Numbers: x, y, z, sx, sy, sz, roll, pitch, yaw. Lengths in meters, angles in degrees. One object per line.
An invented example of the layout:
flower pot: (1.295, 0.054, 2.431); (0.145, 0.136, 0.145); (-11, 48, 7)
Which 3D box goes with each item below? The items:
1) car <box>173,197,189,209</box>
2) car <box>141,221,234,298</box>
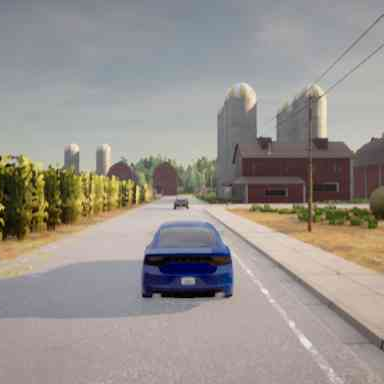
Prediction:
car: (-1.394, 1.413, 43.085); (2.128, 1.511, 4.902); (0, 0, -2)
car: (-0.141, 1.462, 8.509); (1.882, 1.535, 5.008); (0, 0, -2)
